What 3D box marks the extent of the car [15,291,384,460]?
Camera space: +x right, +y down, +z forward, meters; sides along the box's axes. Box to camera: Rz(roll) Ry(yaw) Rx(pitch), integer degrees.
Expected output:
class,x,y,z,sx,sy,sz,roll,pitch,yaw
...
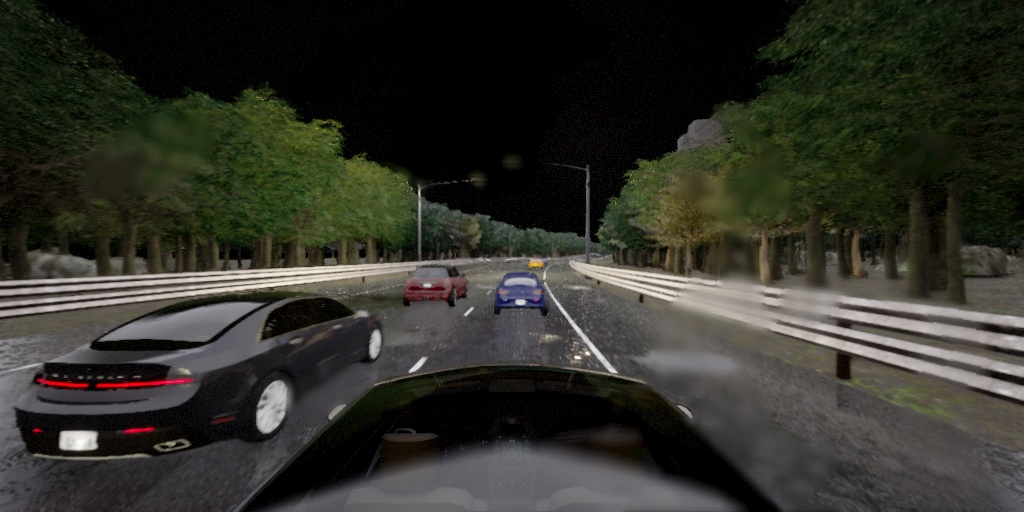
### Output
class,x,y,z,sx,sy,sz,roll,pitch,yaw
car,-3.495,1.263,5.337,1.837,1.490,4.892,0,0,1

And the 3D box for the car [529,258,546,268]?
class,x,y,z,sx,sy,sz,roll,pitch,yaw
car,3.722,1.159,55.119,1.882,1.535,5.008,0,0,8

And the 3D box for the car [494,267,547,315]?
class,x,y,z,sx,sy,sz,roll,pitch,yaw
car,0.339,1.340,13.924,1.812,1.442,4.674,0,0,2

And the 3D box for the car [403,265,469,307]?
class,x,y,z,sx,sy,sz,roll,pitch,yaw
car,-3.246,1.169,16.164,2.097,1.767,4.553,0,0,2
